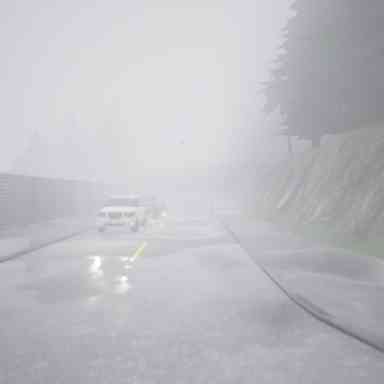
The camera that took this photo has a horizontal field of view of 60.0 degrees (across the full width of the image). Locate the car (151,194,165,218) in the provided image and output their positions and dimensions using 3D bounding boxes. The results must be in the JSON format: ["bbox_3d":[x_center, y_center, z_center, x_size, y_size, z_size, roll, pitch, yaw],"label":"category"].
[{"bbox_3d":[-4.070,1.217,30.615,2.150,2.045,5.566,0,0,0],"label":"car"}]

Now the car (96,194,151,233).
[{"bbox_3d":[-4.088,1.218,20.204,2.150,2.045,5.566,0,0,0],"label":"car"}]

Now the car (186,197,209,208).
[{"bbox_3d":[0.856,1.520,49.173,1.812,1.442,4.674,0,0,26],"label":"car"}]

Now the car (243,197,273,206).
[{"bbox_3d":[10.499,1.517,52.666,4.674,1.442,1.812,0,0,0],"label":"car"}]

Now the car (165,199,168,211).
[{"bbox_3d":[-4.036,1.471,41.139,1.882,1.535,5.008,0,0,0],"label":"car"}]
